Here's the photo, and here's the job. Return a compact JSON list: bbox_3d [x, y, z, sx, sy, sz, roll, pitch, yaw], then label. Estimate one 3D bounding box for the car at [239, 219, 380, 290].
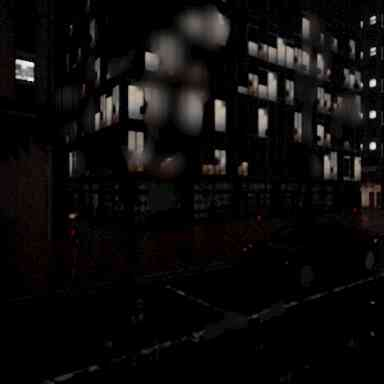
[{"bbox_3d":[3.236,1.459,8.859,4.507,1.381,1.887,-1,1,-36],"label":"car"}]
